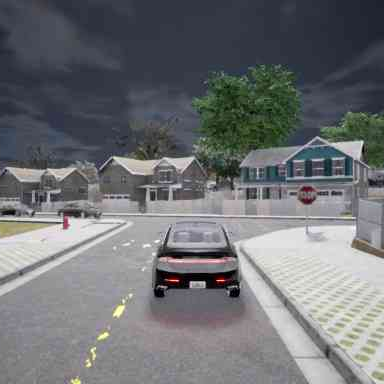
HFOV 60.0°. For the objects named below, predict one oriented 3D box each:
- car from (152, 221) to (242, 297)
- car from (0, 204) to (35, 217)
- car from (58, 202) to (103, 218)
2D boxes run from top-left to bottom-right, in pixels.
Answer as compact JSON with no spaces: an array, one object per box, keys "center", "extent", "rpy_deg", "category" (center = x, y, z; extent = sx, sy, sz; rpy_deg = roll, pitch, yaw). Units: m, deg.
[{"center":[0.101,1.495,8.544],"extent":[2.128,1.511,4.902],"rpy_deg":[0,0,0],"category":"car"},{"center":[-19.279,2.020,36.527],"extent":[4.902,1.511,2.128],"rpy_deg":[-2,-2,30],"category":"car"},{"center":[-10.547,1.755,31.230],"extent":[4.892,1.490,1.837],"rpy_deg":[-2,-2,32],"category":"car"}]
